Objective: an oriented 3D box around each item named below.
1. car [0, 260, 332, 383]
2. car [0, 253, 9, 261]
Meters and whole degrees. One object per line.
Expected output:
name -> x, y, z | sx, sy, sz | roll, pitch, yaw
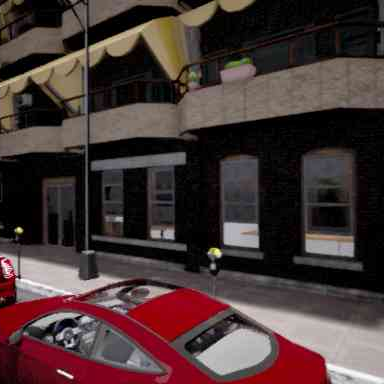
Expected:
car -> -0.752, 1.600, 3.411 | 4.206, 1.307, 1.802 | -1, 0, 35
car -> -5.352, 1.500, 6.691 | 4.097, 1.590, 1.967 | -1, 0, 35
